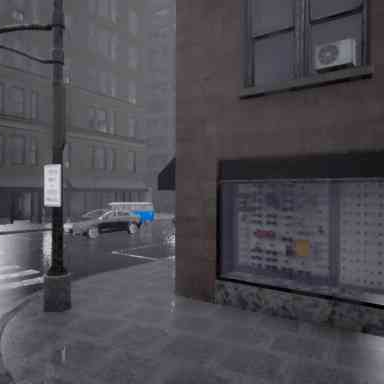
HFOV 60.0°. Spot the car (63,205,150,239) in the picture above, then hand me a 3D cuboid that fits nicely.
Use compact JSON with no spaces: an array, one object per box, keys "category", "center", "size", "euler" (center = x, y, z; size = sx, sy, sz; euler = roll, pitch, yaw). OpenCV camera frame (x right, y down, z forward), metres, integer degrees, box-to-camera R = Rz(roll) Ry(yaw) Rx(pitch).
[{"category":"car","center":[-4.995,1.726,18.987],"size":[2.128,1.511,4.902],"euler":[0,-1,35]}]

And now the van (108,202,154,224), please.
[{"category":"van","center":[-4.507,1.636,24.169],"size":[1.690,1.788,3.998],"euler":[-1,-1,35]}]

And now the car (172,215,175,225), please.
[{"category":"car","center":[0.258,1.947,26.451],"size":[1.994,1.385,4.181],"euler":[0,-1,35]}]
